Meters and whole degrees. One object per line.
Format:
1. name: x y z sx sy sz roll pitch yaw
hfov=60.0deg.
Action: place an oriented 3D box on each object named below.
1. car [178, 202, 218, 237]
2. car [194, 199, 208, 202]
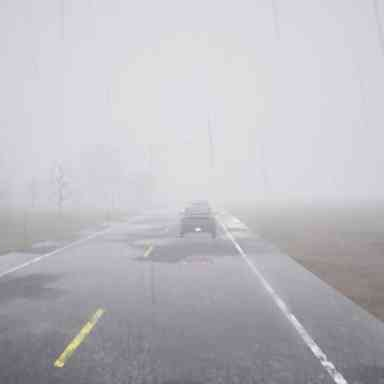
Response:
1. car: 0.337 1.505 18.065 1.837 1.490 4.892 0 0 1
2. car: 0.970 1.471 36.397 1.882 1.535 5.008 0 0 3
